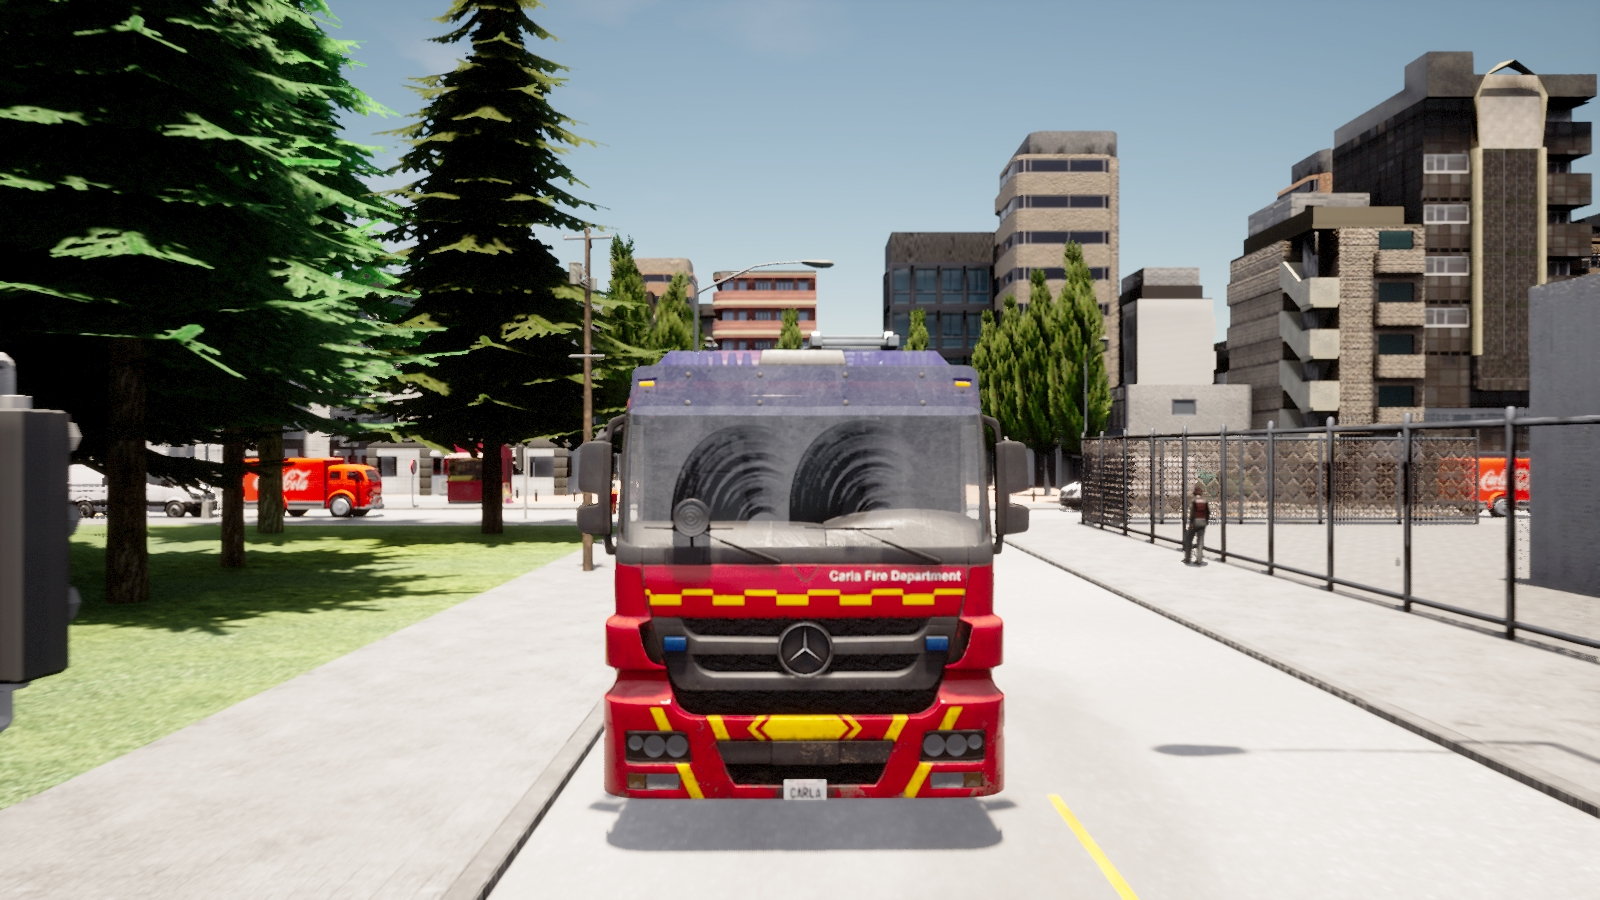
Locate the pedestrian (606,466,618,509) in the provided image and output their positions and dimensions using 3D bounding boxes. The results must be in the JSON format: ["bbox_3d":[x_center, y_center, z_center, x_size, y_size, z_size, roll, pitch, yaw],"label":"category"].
[{"bbox_3d":[-8.095,1.620,49.292,0.375,1.860,0.375,0,0,17],"label":"pedestrian"}]

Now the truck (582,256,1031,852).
[{"bbox_3d":[-0.014,0.668,11.593,2.891,3.827,8.468,0,0,-1],"label":"truck"}]

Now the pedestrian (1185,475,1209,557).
[{"bbox_3d":[9.189,1.519,26.447,0.375,1.860,0.375,0,0,-8],"label":"pedestrian"}]

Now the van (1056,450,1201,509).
[{"bbox_3d":[14.610,1.305,51.101,5.915,2.561,1.988,0,0,0],"label":"van"}]

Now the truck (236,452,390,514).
[{"bbox_3d":[-20.011,1.340,47.151,5.204,2.467,2.627,0,0,0],"label":"truck"}]
